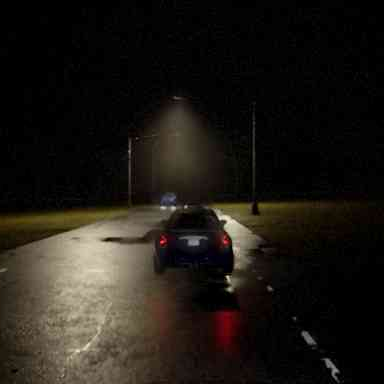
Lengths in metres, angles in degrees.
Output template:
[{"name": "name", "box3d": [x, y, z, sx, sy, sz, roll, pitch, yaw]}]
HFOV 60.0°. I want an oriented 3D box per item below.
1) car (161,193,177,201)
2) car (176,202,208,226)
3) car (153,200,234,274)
[{"name": "car", "box3d": [-3.582, 1.166, 52.318, 2.150, 2.045, 5.566, 0, 0, 0]}, {"name": "car", "box3d": [0.040, 1.475, 23.980, 2.033, 1.411, 5.357, 0, 0, 0]}, {"name": "car", "box3d": [0.058, 1.281, 10.457, 2.097, 1.767, 4.553, 0, 0, 0]}]
